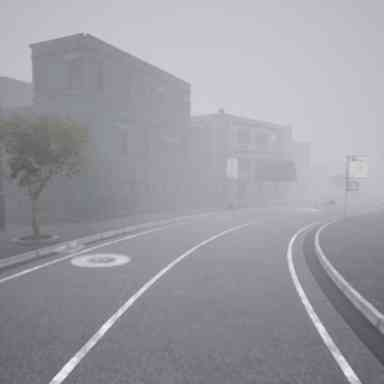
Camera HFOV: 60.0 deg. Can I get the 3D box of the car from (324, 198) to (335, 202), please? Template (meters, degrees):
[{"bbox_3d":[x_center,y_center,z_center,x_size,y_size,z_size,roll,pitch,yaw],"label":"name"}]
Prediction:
[{"bbox_3d":[17.759,1.160,44.118,2.128,1.511,4.902,4,3,40],"label":"car"}]
